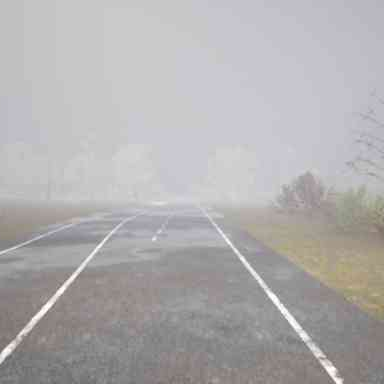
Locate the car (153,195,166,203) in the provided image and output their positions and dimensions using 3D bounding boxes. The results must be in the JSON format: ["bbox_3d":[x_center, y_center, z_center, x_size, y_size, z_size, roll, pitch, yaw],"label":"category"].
[{"bbox_3d":[-7.584,1.736,74.691,2.033,1.411,5.357,0,0,0],"label":"car"}]
